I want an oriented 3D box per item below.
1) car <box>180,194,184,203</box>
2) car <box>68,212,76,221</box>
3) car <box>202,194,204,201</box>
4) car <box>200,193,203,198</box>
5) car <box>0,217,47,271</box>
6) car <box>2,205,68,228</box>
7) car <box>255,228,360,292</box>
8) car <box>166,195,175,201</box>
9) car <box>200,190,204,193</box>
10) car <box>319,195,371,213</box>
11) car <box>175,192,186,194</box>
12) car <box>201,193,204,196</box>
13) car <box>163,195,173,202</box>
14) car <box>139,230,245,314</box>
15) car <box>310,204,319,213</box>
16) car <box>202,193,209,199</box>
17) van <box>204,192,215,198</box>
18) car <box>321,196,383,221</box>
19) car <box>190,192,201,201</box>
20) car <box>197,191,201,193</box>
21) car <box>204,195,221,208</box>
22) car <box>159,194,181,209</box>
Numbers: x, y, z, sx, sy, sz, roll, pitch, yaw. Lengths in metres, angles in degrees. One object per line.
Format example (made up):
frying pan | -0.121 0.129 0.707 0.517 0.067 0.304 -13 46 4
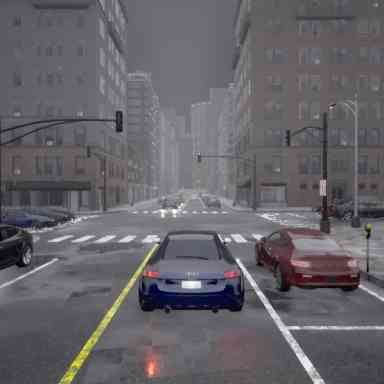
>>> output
car | -2.749 1.428 53.735 1.812 1.442 4.674 0 0 0
car | -11.510 1.682 24.529 5.357 1.411 2.033 -1 1 0
car | 3.132 1.437 56.958 1.887 1.381 4.507 0 0 0
car | 3.279 1.389 73.620 1.802 1.307 4.206 0 0 0
car | -5.766 1.564 8.648 1.947 1.339 4.313 0 0 0
car | -11.148 1.702 21.285 5.357 1.411 2.033 -1 0 0
car | 2.760 1.580 8.646 1.802 1.307 4.206 0 0 0
car | -5.198 1.349 79.249 1.802 1.307 4.206 0 0 0
car | 3.728 0.938 86.033 2.150 2.045 5.566 0 0 0
car | 13.551 1.125 27.894 4.553 1.767 2.097 -1 0 0
car | -2.617 1.355 64.124 2.128 1.511 4.902 0 0 1
car | 3.231 1.425 68.064 1.802 1.307 4.206 0 0 0
car | -5.246 1.358 73.696 2.008 1.369 4.403 0 0 0
car | 0.003 1.563 7.725 1.994 1.385 4.181 0 0 0
car | 13.660 1.356 31.144 4.718 1.301 1.895 -1 0 0
car | 3.821 1.145 93.004 1.882 1.535 5.008 0 0 0
van | 3.084 1.250 51.406 1.690 1.788 3.998 0 0 0
car | 12.521 1.310 24.449 4.892 1.490 1.837 -1 0 0
car | 0.520 1.319 74.294 1.812 1.442 4.674 0 0 0
car | 0.606 1.088 84.294 2.128 1.511 4.902 0 0 0
car | 3.037 1.508 45.855 1.802 1.307 4.206 0 0 0
car | -2.835 1.437 43.830 1.837 1.490 4.892 0 0 2
